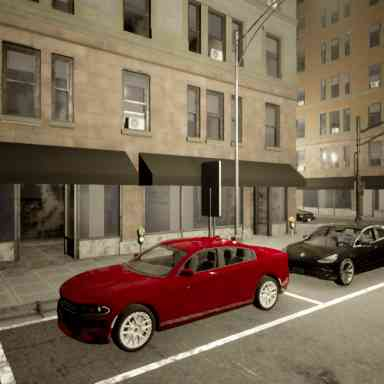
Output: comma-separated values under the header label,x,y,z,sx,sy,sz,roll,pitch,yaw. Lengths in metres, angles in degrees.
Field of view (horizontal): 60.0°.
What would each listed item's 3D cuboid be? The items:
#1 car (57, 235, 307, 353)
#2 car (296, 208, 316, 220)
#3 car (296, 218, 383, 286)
label,x,y,z,sx,sy,sz,roll,pitch,yaw
car,-0.096,1.545,6.158,4.507,1.381,1.887,0,0,-36
car,6.936,1.614,25.965,2.033,1.411,5.357,0,0,-33
car,4.340,1.566,9.427,4.313,1.339,1.947,0,0,-36
